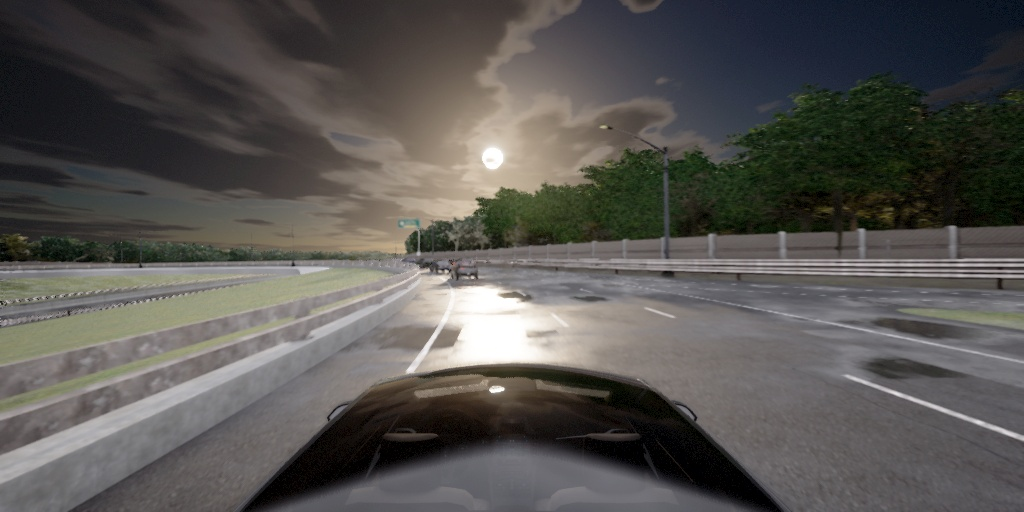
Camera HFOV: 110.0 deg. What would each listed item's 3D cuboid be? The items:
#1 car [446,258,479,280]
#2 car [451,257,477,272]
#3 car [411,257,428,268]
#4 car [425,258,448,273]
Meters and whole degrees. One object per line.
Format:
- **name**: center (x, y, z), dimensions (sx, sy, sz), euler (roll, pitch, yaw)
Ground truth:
- **car**: center (-4.085, 1.187, 30.546), dimensions (2.128, 1.511, 4.902), euler (-1, 0, -16)
- **car**: center (-6.198, 1.016, 46.217), dimensions (2.097, 1.767, 4.553), euler (-1, 0, -24)
- **car**: center (-15.172, 1.109, 62.116), dimensions (2.097, 1.767, 4.553), euler (-1, 1, -35)
- **car**: center (-8.564, 1.269, 43.013), dimensions (2.033, 1.411, 5.357), euler (-1, 0, -24)
